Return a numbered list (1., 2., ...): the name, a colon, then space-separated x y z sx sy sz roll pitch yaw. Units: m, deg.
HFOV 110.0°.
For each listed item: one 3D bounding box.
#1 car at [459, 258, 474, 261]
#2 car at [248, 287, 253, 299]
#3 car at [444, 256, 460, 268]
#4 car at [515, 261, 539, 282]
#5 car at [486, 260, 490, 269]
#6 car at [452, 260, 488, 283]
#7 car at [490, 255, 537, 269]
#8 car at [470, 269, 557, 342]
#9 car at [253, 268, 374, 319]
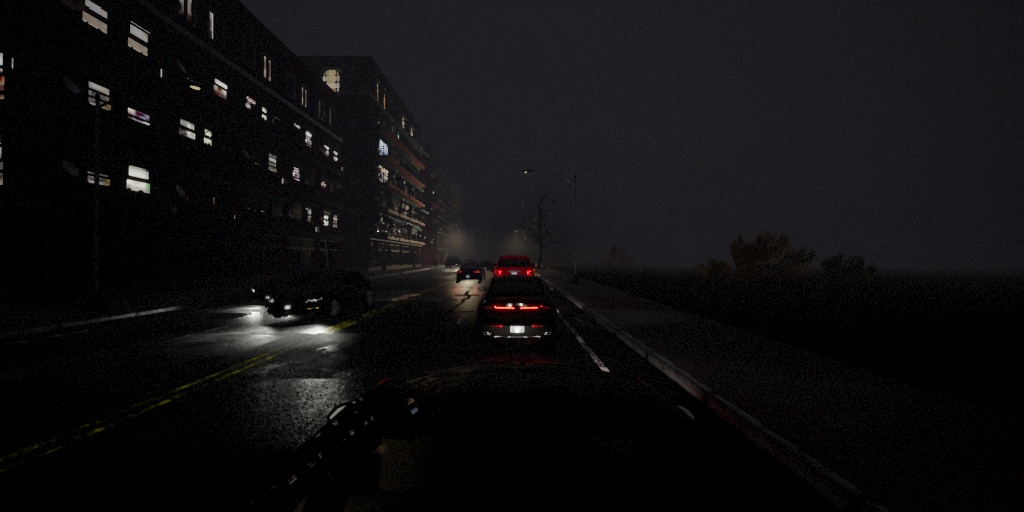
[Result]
1. car: -6.545 1.229 56.077 1.882 1.535 5.008 0 0 0
2. car: -9.838 1.299 17.134 2.033 1.411 5.357 0 0 0
3. car: -9.781 0.976 59.861 2.150 2.045 5.566 0 0 0
4. car: 1.162 1.209 30.516 1.801 1.575 5.366 0 0 0
5. car: -3.114 1.256 44.920 1.837 1.490 4.892 0 0 0
6. car: -3.129 1.279 27.690 1.812 1.442 4.674 0 0 0
7. car: 0.115 0.974 20.109 2.150 2.045 5.566 0 0 0
8. car: 0.108 1.256 9.761 1.837 1.490 4.892 0 0 0
9. car: -6.590 1.256 12.956 1.837 1.490 4.892 0 0 0
